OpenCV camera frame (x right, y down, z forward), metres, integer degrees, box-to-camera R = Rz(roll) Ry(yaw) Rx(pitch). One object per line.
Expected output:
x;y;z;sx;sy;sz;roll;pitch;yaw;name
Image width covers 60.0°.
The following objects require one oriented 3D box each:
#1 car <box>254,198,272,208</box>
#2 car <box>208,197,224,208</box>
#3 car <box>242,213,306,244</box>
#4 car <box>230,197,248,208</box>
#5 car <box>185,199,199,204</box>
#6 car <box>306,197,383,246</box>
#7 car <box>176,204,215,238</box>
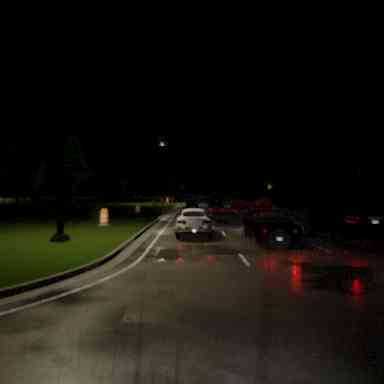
10.502;1.603;49.420;1.882;1.535;5.008;0;0;0;car
3.502;1.478;49.807;2.097;1.767;4.553;0;0;0;car
3.602;1.641;15.877;1.895;1.301;4.718;0;0;0;car
7.002;1.479;49.807;2.097;1.767;4.553;0;0;0;car
0.002;1.673;49.419;2.033;1.411;5.357;0;0;0;car
7.104;1.261;15.560;2.150;2.045;5.566;0;0;0;car
0.101;1.571;17.770;1.812;1.442;4.674;0;0;0;car
